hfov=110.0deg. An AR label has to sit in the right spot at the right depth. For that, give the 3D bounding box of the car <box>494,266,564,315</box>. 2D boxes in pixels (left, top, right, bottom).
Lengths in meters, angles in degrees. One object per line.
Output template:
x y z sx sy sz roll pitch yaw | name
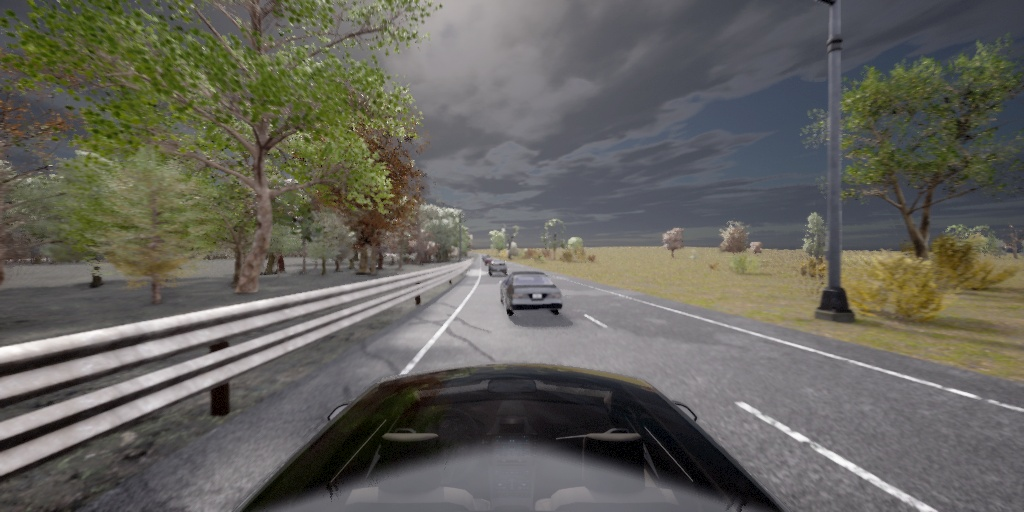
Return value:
0.565 1.280 13.574 2.033 1.411 5.357 0 0 -5 | car

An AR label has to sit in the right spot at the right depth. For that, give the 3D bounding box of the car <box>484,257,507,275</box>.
-1.524 1.173 37.485 2.128 1.511 4.902 0 0 -5 | car
